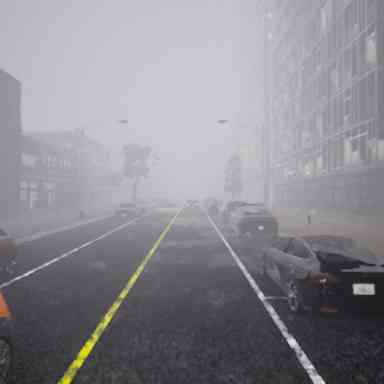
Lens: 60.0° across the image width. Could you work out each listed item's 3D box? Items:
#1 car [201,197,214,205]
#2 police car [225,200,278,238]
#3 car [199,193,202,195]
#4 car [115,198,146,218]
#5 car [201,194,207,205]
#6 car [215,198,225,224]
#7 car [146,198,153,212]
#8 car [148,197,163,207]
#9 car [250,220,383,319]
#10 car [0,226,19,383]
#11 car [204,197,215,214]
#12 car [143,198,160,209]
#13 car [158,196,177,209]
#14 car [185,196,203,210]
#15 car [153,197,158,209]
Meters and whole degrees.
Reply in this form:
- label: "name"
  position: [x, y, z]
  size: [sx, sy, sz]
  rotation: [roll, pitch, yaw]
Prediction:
- label: "car"
  position: [2.655, 1.546, 58.102]
  size: [1.947, 1.339, 4.313]
  rotation: [1, 0, 0]
- label: "police car"
  position: [3.129, 1.418, 17.674]
  size: [1.930, 1.638, 5.238]
  rotation: [0, 0, 0]
- label: "car"
  position: [2.651, 1.502, 75.204]
  size: [1.752, 1.417, 4.829]
  rotation: [1, 0, 0]
- label: "car"
  position: [-5.686, 1.554, 29.934]
  size: [1.947, 1.339, 4.313]
  rotation: [1, 0, 0]
- label: "car"
  position: [2.659, 1.423, 46.813]
  size: [1.967, 1.590, 4.097]
  rotation: [1, 0, 0]
- label: "car"
  position: [3.107, 1.343, 24.535]
  size: [2.097, 1.767, 4.553]
  rotation: [0, 0, 0]
- label: "car"
  position: [-5.685, 1.426, 35.579]
  size: [1.967, 1.590, 4.097]
  rotation: [1, 0, 0]
- label: "car"
  position: [-5.691, 1.526, 52.510]
  size: [1.887, 1.381, 4.507]
  rotation: [1, 0, 0]
- label: "car"
  position: [2.699, 1.563, 7.304]
  size: [1.947, 1.339, 4.313]
  rotation: [1, 0, 0]
- label: "car"
  position: [-3.103, 1.351, 1.922]
  size: [2.097, 1.767, 4.553]
  rotation: [0, 0, 0]
- label: "car"
  position: [2.660, 1.552, 35.525]
  size: [1.947, 1.339, 4.313]
  rotation: [1, 0, 0]
- label: "car"
  position: [-5.690, 1.565, 46.866]
  size: [1.802, 1.307, 4.206]
  rotation: [1, 0, 0]
- label: "car"
  position: [-3.095, 1.548, 45.142]
  size: [1.994, 1.385, 4.181]
  rotation: [0, 0, 0]
- label: "car"
  position: [0.064, 1.584, 42.223]
  size: [1.895, 1.301, 4.718]
  rotation: [0, 0, 0]
- label: "car"
  position: [-5.688, 1.510, 41.052]
  size: [1.752, 1.417, 4.829]
  rotation: [1, 0, 0]
